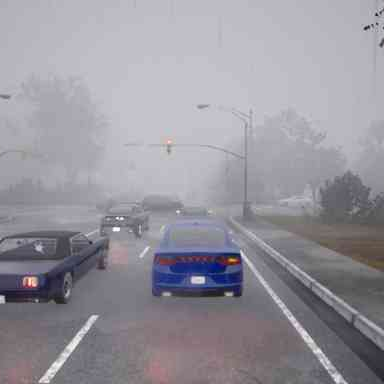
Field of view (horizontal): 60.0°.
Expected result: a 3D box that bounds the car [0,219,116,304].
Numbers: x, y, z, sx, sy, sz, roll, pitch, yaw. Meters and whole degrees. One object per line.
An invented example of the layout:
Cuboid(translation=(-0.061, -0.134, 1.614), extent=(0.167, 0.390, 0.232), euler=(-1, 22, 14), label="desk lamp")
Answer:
Cuboid(translation=(-3.388, 1.573, 8.020), extent=(1.895, 1.301, 4.718), euler=(0, 0, 0), label="car")

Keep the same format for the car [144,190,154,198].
Cuboid(translation=(-10.806, 0.445, 84.255), extent=(2.150, 2.045, 5.566), euler=(0, 1, -3), label="car")

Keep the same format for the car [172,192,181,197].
Cuboid(translation=(-4.381, 0.624, 93.203), extent=(2.033, 1.411, 5.357), euler=(0, 1, -5), label="car")

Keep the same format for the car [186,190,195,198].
Cuboid(translation=(-0.354, 0.419, 85.440), extent=(2.150, 2.045, 5.566), euler=(0, 1, -4), label="car")

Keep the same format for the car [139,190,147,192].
Cuboid(translation=(-10.474, 0.709, 63.460), extent=(2.150, 2.045, 5.566), euler=(0, 1, 0), label="car")

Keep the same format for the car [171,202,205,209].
Cuboid(translation=(0.123, 1.459, 17.549), extent=(1.994, 1.385, 4.181), euler=(0, 0, 0), label="car")

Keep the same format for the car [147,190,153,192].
Cuboid(translation=(-6.976, 0.956, 64.295), extent=(1.882, 1.535, 5.008), euler=(0, 1, 0), label="car")

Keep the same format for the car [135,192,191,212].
Cuboid(translation=(-2.692, 1.128, 31.202), extent=(4.553, 1.767, 2.097), euler=(0, 1, -3), label="car")

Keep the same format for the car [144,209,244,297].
Cuboid(translation=(0.113, 1.446, 8.567), extent=(1.882, 1.535, 5.008), euler=(0, 0, 0), label="car")

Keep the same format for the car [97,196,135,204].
Cuboid(translation=(-7.373, 1.348, 34.450), extent=(4.718, 1.301, 1.895), euler=(0, 1, -3), label="car")

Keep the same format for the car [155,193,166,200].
Cuboid(translation=(-6.997, 0.957, 74.320), extent=(1.895, 1.301, 4.718), euler=(0, 1, -1), label="car")

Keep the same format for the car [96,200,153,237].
Cuboid(translation=(-3.376, 1.402, 17.272), extent=(1.837, 1.490, 4.892), euler=(0, 0, 0), label="car")

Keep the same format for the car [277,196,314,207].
Cuboid(translation=(13.283, 1.200, 42.801), extent=(4.674, 1.442, 1.812), euler=(0, 1, -3), label="car")

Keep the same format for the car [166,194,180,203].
Cuboid(translation=(-3.285, 1.089, 57.935), extent=(2.033, 1.411, 5.357), euler=(0, 1, 0), label="car")

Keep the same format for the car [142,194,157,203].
Cuboid(translation=(-7.016, 1.127, 55.487), extent=(1.994, 1.385, 4.181), euler=(0, 1, 0), label="car")

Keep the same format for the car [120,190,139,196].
Cuboid(translation=(-10.545, 0.930, 53.876), extent=(2.097, 1.767, 4.553), euler=(0, 0, 1), label="car")

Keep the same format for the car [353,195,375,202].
Cuboid(translation=(22.471, 1.175, 43.309), extent=(4.892, 1.490, 1.837), euler=(0, 1, -3), label="car")
